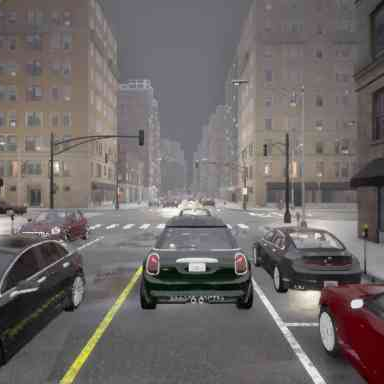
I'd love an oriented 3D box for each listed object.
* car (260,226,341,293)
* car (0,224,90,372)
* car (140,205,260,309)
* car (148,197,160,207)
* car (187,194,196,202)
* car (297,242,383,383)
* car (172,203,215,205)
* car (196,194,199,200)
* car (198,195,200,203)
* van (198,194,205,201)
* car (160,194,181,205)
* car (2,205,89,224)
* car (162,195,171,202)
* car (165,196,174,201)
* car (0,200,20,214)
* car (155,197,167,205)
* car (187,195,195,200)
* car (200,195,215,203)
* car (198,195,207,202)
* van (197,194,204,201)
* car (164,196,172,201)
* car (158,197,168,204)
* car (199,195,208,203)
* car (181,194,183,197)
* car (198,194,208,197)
[{"bbox_3d":[2.694,1.553,8.620,2.008,1.369,4.403,0,0,0],"label":"car"},{"bbox_3d":[-3.089,1.506,4.974,1.837,1.490,4.892,0,0,0],"label":"car"},{"bbox_3d":[0.066,1.355,8.017,2.097,1.767,4.553,0,0,-1],"label":"car"},{"bbox_3d":[-5.864,1.595,52.489,2.008,1.369,4.403,0,0,0],"label":"car"},{"bbox_3d":[-0.207,1.706,80.049,1.895,1.301,4.718,0,0,0],"label":"car"},{"bbox_3d":[2.682,1.545,3.128,1.887,1.381,4.507,0,0,0],"label":"car"},{"bbox_3d":[0.133,1.497,15.319,2.128,1.511,4.902,0,0,0],"label":"car"},{"bbox_3d":[2.543,1.399,69.068,2.192,1.841,5.009,0,0,0],"label":"car"},{"bbox_3d":[2.622,1.622,58.053,1.947,1.339,4.313,0,0,0],"label":"car"},{"bbox_3d":[2.425,1.481,85.590,1.690,1.788,3.998,0,0,0],"label":"van"},{"bbox_3d":[-3.061,1.390,48.243,2.097,1.767,4.553,0,0,-1],"label":"car"},{"bbox_3d":[-5.818,1.445,14.127,1.967,1.590,4.097,0,0,0],"label":"car"},{"bbox_3d":[-6.061,1.559,80.029,1.967,1.590,4.097,0,0,0],"label":"car"},{"bbox_3d":[-6.141,1.728,91.045,1.947,1.339,4.313,0,0,0],"label":"car"},{"bbox_3d":[-17.605,1.404,30.165,5.008,1.535,1.882,0,0,-2],"label":"car"},{"bbox_3d":[-5.943,1.613,63.505,1.887,1.381,4.507,0,0,0],"label":"car"},{"bbox_3d":[-0.279,1.543,90.025,1.994,1.385,4.181,0,0,0],"label":"car"},{"bbox_3d":[2.661,1.590,52.547,1.887,1.381,4.507,0,0,0],"label":"car"},{"bbox_3d":[2.464,1.559,80.081,1.967,1.590,4.097,0,0,0],"label":"car"},{"bbox_3d":[2.385,1.503,91.096,1.690,1.788,3.998,0,0,0],"label":"van"},{"bbox_3d":[-6.101,1.721,85.537,1.802,1.307,4.206,0,0,0],"label":"car"},{"bbox_3d":[-5.983,1.665,69.013,1.802,1.307,4.206,0,0,0],"label":"car"},{"bbox_3d":[2.503,1.541,74.575,1.967,1.590,4.097,0,0,0],"label":"car"},{"bbox_3d":[-3.132,1.562,69.385,1.882,1.535,5.008,0,0,0],"label":"car"},{"bbox_3d":[2.581,1.595,63.731,1.752,1.417,4.829,0,0,0],"label":"car"}]
